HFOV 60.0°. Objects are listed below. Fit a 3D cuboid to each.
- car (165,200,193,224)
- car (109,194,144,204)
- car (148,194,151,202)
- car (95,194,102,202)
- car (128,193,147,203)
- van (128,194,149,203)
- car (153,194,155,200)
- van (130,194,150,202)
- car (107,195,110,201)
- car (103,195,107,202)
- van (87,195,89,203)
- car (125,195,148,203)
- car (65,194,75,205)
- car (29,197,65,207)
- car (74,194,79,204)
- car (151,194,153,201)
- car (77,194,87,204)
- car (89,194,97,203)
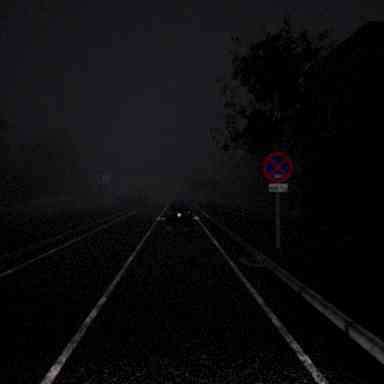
[{"bbox_3d":[-0.969,1.543,24.762,1.994,1.385,4.181,-1,0,-3],"label":"car"},{"bbox_3d":[-11.476,1.520,58.723,4.892,1.521,2.231,-1,0,-3],"label":"car"},{"bbox_3d":[-12.024,1.331,69.921,5.566,2.045,2.435,-1,0,-3],"label":"car"},{"bbox_3d":[-25.389,1.809,80.412,5.366,1.575,1.946,-1,0,-3],"label":"car"},{"bbox_3d":[-11.640,1.279,61.520,5.566,2.045,2.435,-1,0,-3],"label":"car"},{"bbox_3d":[-12.139,1.402,75.527,4.442,1.987,1.878,-1,0,-3],"label":"van"},{"bbox_3d":[-12.641,1.705,83.920,5.008,1.535,2.097,-1,0,-3],"label":"car"},{"bbox_3d":[-12.634,1.456,81.116,4.442,1.987,1.878,-1,0,-3],"label":"van"},{"bbox_3d":[-26.074,1.666,91.534,5.566,2.045,2.435,-1,0,-3],"label":"car"},{"bbox_3d":[-25.997,1.920,88.749,4.792,1.488,2.163,-1,-1,-3],"label":"car"},{"bbox_3d":[-25.303,1.513,72.052,4.442,1.987,1.878,-1,0,-3],"label":"van"},{"bbox_3d":[-12.092,1.478,72.721,4.553,1.767,2.185,-1,0,-3],"label":"car"},{"bbox_3d":[-24.680,1.663,60.932,5.008,1.535,2.097,-1,0,-3],"label":"car"},{"bbox_3d":[-24.418,1.646,55.369,5.008,1.535,2.097,-1,0,-3],"label":"car"},{"bbox_3d":[-24.804,1.718,63.716,4.674,1.452,2.002,-1,0,-3],"label":"car"},{"bbox_3d":[-12.378,1.656,78.321,4.892,1.521,2.231,-1,0,-3],"label":"car"},{"bbox_3d":[-25.027,1.590,69.281,4.553,1.767,2.185,-1,0,-3],"label":"car"},{"bbox_3d":[-25.441,1.829,77.621,4.674,1.452,2.002,-1,0,-3],"label":"car"}]
